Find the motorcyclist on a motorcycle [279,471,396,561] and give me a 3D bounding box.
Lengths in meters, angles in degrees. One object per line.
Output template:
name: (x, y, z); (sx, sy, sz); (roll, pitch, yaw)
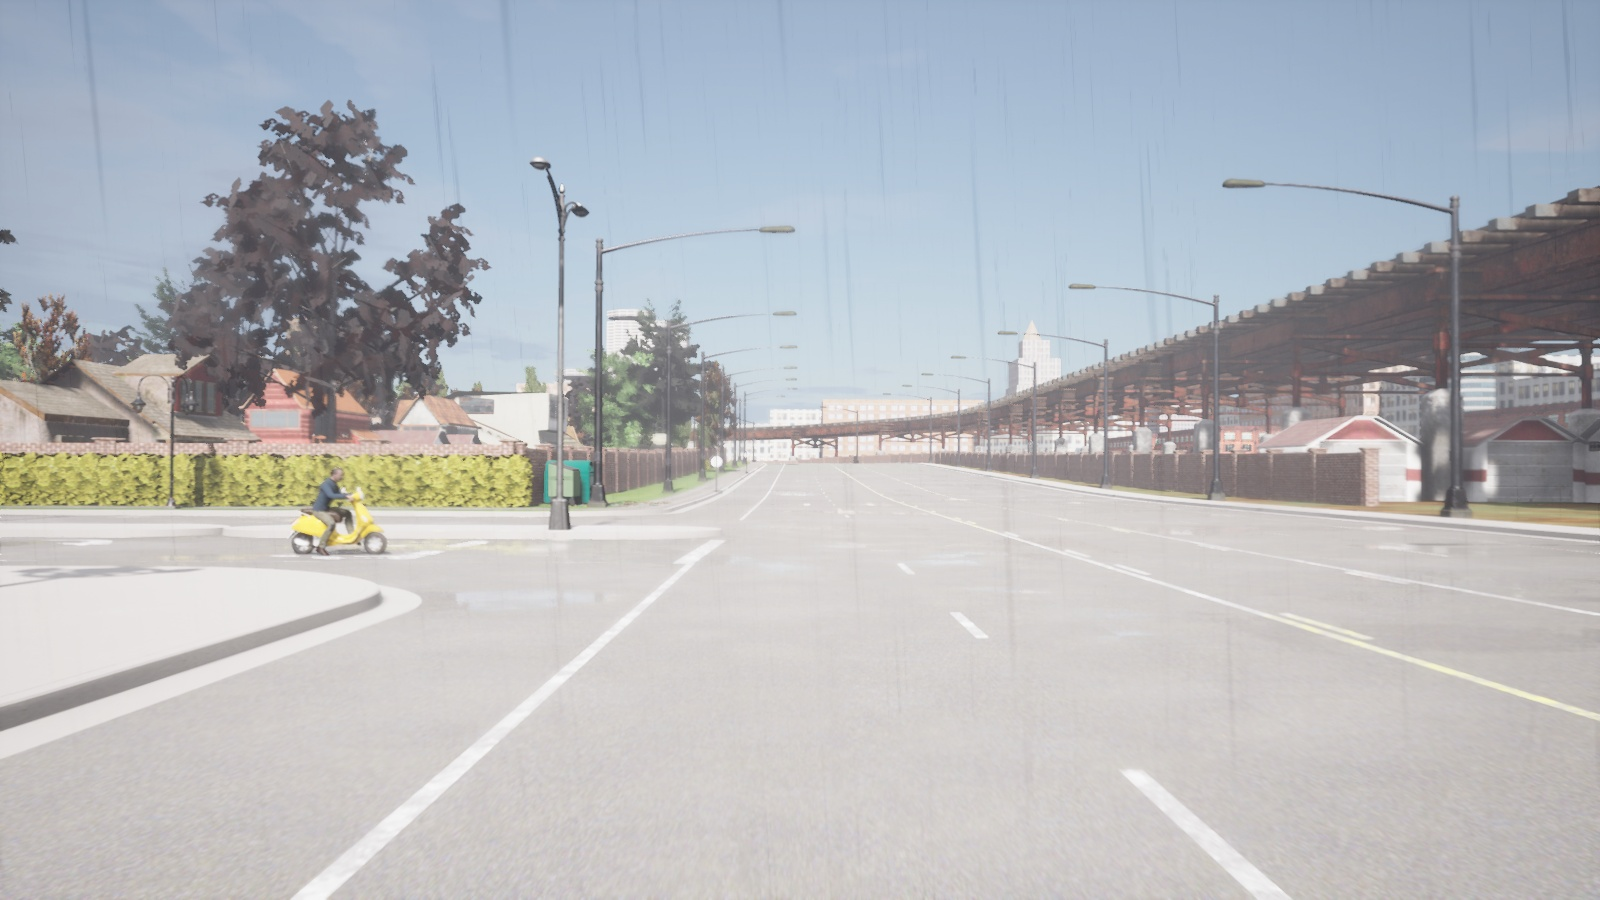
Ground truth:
motorcyclist on a motorcycle: (-8.402, 1.184, 22.867); (1.817, 1.590, 0.866); (0, -1, 0)
